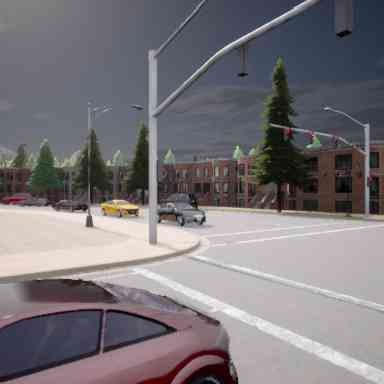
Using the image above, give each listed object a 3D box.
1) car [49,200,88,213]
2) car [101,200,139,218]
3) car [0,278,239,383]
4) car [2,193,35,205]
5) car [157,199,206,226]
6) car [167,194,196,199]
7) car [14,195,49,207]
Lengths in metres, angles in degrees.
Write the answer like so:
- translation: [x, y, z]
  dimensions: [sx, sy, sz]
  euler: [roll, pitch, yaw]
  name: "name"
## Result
- translation: [-13.904, 1.601, 37.963]
  dimensions: [4.718, 1.301, 1.895]
  euler: [0, 0, 37]
  name: "car"
- translation: [-6.732, 1.478, 30.902]
  dimensions: [1.882, 1.535, 5.008]
  euler: [0, 0, -40]
  name: "car"
- translation: [-1.601, 1.564, 2.850]
  dimensions: [4.181, 1.385, 1.994]
  euler: [0, 0, -36]
  name: "car"
- translation: [-28.981, 1.217, 55.964]
  dimensions: [5.566, 2.045, 2.150]
  euler: [-1, 0, 10]
  name: "car"
- translation: [-0.978, 1.492, 23.340]
  dimensions: [2.128, 1.511, 4.902]
  euler: [0, 0, -36]
  name: "car"
- translation: [-1.702, 1.221, 41.420]
  dimensions: [2.150, 2.045, 5.566]
  euler: [0, 0, -44]
  name: "car"
- translation: [-24.113, 1.547, 51.176]
  dimensions: [5.357, 1.411, 2.033]
  euler: [0, 0, 17]
  name: "car"
